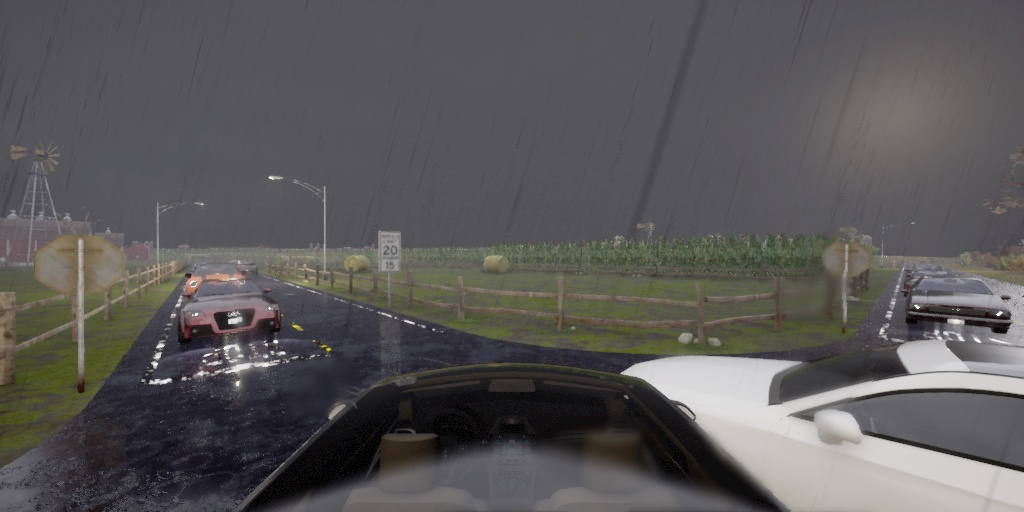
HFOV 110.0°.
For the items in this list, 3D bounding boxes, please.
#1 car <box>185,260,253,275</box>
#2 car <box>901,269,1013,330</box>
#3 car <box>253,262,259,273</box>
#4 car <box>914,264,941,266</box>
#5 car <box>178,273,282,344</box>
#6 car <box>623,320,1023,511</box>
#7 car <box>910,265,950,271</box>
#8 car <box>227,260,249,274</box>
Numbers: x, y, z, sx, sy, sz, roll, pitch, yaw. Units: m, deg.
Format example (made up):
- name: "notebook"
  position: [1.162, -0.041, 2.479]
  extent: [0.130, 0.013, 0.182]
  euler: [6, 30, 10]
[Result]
- name: "car"
  position: [-13.543, 1.127, 16.475]
  extent: [2.097, 1.767, 4.553]
  euler: [0, 0, -41]
- name: "car"
  position: [13.635, 1.334, 11.181]
  extent: [5.357, 1.411, 2.033]
  euler: [0, 1, -42]
- name: "car"
  position: [-26.599, 1.252, 35.846]
  extent: [2.128, 1.511, 4.902]
  euler: [0, 0, -41]
- name: "car"
  position: [28.674, 1.306, 24.805]
  extent: [4.902, 1.511, 2.128]
  euler: [0, 1, -42]
- name: "car"
  position: [-7.837, 1.348, 9.929]
  extent: [1.994, 1.385, 4.181]
  euler: [0, 0, -42]
- name: "car"
  position: [2.859, 1.293, 2.226]
  extent: [1.812, 1.442, 4.674]
  euler: [0, 1, -43]
- name: "car"
  position: [21.038, 1.362, 17.893]
  extent: [4.181, 1.385, 1.994]
  euler: [0, 1, -43]
- name: "car"
  position: [-33.239, 1.267, 43.377]
  extent: [1.837, 1.490, 4.892]
  euler: [0, 0, -41]
